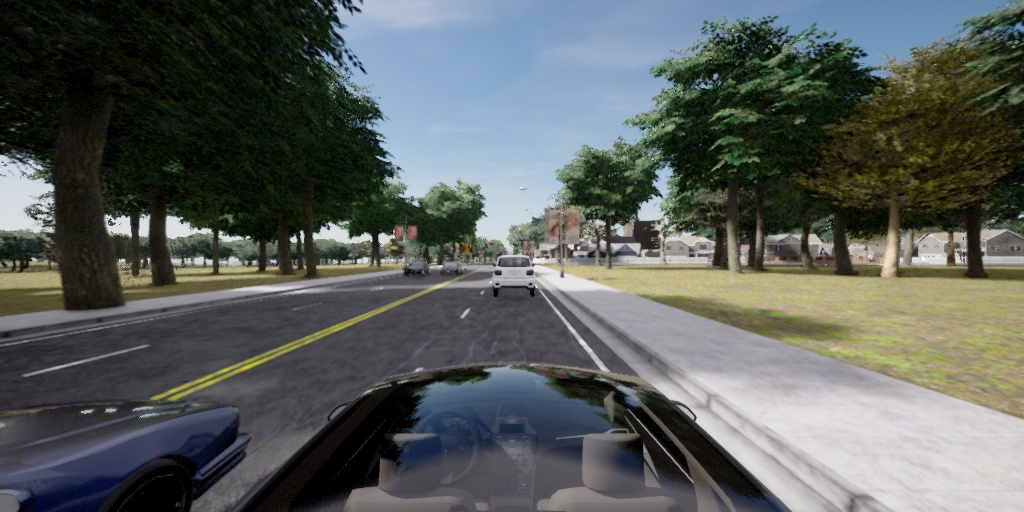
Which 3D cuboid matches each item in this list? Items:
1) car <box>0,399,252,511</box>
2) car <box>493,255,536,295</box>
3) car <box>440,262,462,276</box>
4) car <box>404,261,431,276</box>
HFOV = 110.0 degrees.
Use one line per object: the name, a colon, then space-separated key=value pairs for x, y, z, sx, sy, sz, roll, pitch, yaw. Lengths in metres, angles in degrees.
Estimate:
car: x=-3.151 y=1.298 z=0.568 sx=2.033 sy=1.411 sz=5.357 roll=0 pitch=0 yaw=0
car: x=0.103 y=0.980 z=19.803 sx=2.150 sy=2.045 sz=5.566 roll=0 pitch=0 yaw=0
car: x=-6.510 y=1.327 z=38.928 sx=1.812 sy=1.442 sz=4.674 roll=0 pitch=0 yaw=0
car: x=-9.776 y=1.304 z=37.255 sx=1.837 sy=1.490 sz=4.892 roll=0 pitch=-1 yaw=1
